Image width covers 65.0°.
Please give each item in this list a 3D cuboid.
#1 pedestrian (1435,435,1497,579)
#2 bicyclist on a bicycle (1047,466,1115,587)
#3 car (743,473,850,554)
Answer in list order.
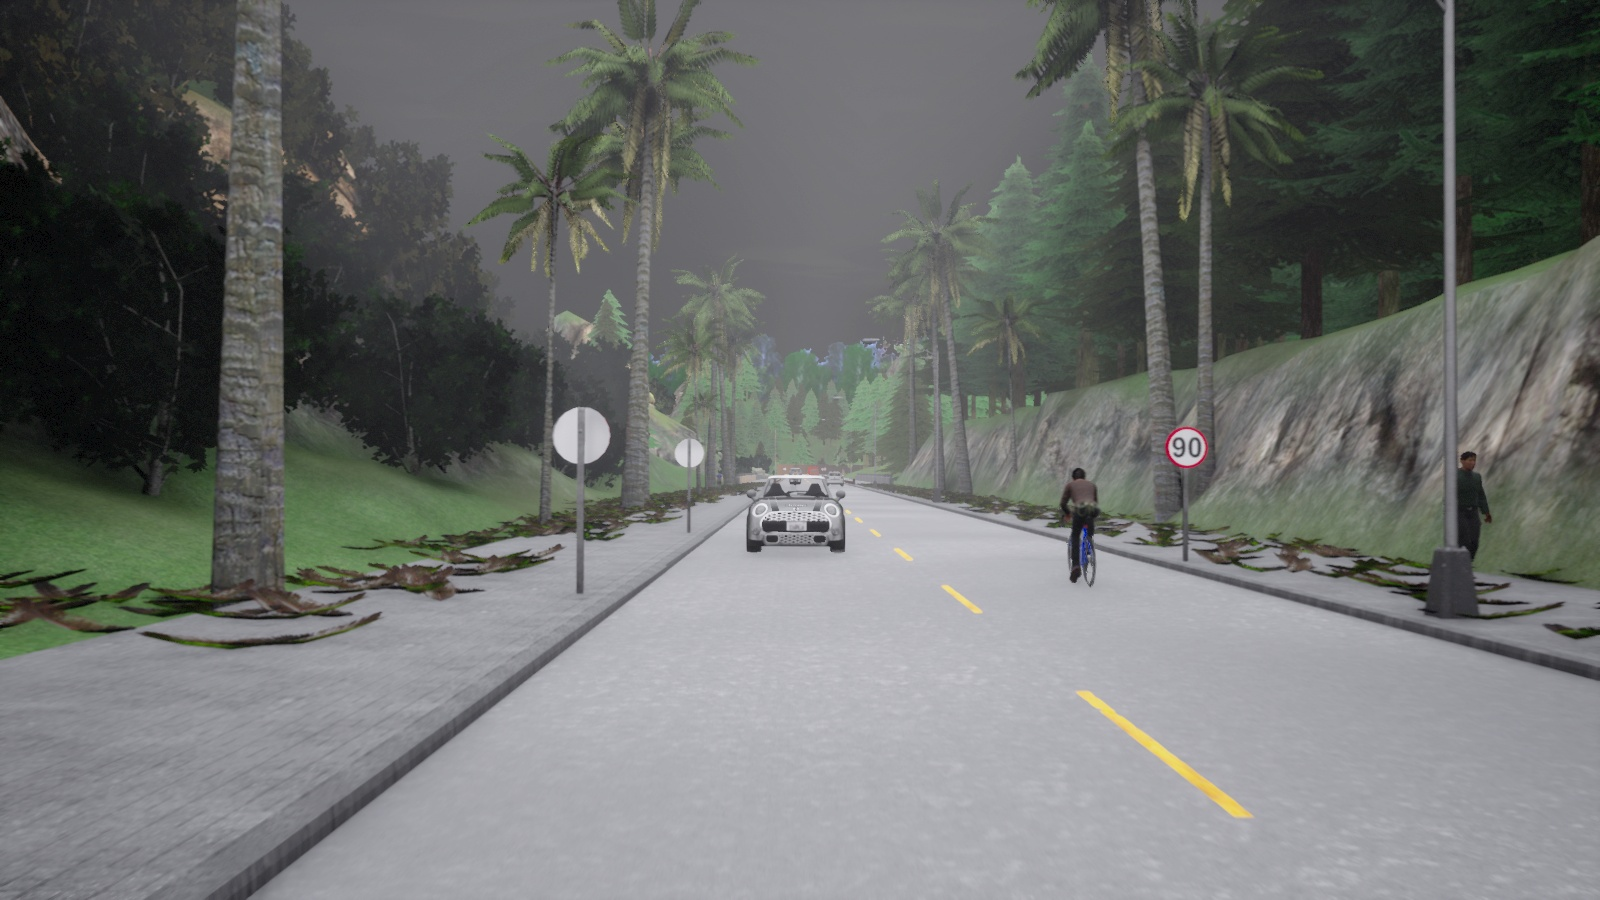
[{"bbox_3d":[9.254,0.780,17.465,0.423,1.949,0.788,0,-1,0],"label":"pedestrian"},{"bbox_3d":[3.951,1.049,17.763,0.582,1.620,1.656,0,-1,0],"label":"bicyclist on a bicycle"},{"bbox_3d":[-0.069,1.200,25.076,1.970,1.475,3.806,0,-1,0],"label":"car"}]
